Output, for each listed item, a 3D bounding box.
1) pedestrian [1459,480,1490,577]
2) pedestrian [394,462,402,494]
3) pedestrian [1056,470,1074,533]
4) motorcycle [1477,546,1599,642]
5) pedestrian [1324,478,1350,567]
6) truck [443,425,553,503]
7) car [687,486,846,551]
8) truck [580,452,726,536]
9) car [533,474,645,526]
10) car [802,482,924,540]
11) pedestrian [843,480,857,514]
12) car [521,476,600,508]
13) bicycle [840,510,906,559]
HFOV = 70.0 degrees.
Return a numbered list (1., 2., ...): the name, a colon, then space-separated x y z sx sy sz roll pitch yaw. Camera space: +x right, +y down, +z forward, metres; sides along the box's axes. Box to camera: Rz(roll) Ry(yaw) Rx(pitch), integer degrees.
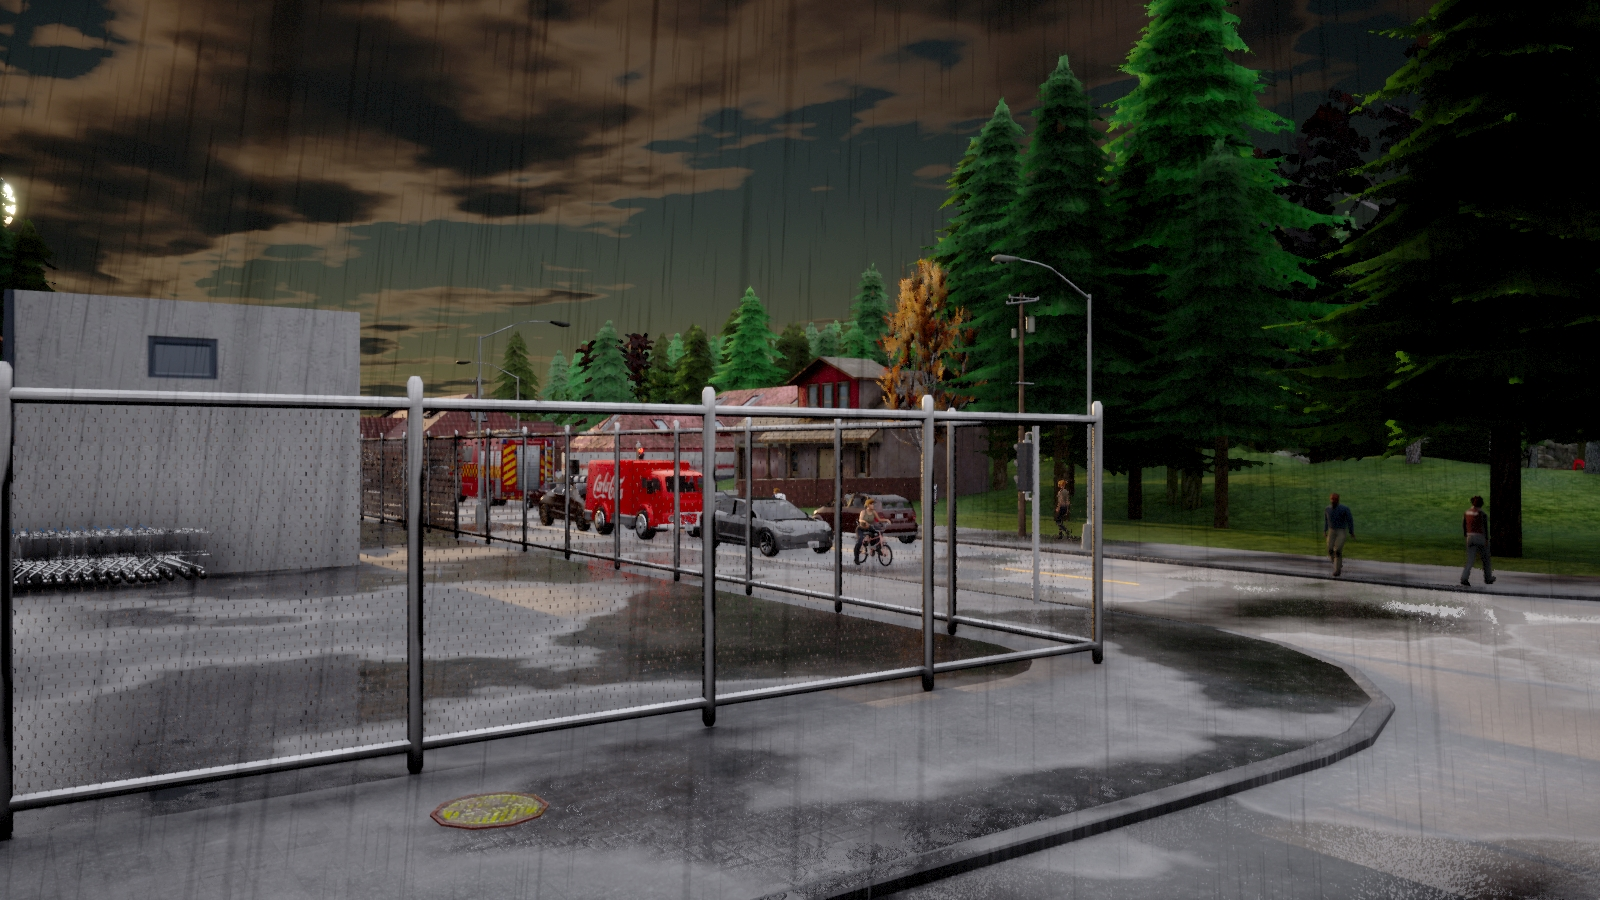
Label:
1. pedestrian: 13.207 1.521 22.372 0.375 1.860 0.375 0 0 -25
2. pedestrian: -23.462 1.625 66.624 0.375 1.860 0.375 0 0 -31
3. pedestrian: 7.866 1.522 33.932 0.375 1.860 0.375 0 0 -41
4. motorcycle: 10.608 1.990 15.842 2.033 1.145 0.803 0 0 37
5. pedestrian: 11.461 1.534 24.383 0.375 1.860 0.375 0 0 -36
6. truck: -16.070 0.667 60.303 2.891 3.827 8.468 0 0 -35
7. car: -1.029 1.840 31.812 2.163 1.488 4.792 0 0 -35
8. truck: -4.910 1.337 37.383 2.627 2.467 5.204 0 0 -35
9. car: -7.756 1.772 41.538 2.152 1.651 5.027 0 0 -34
10. car: 1.867 1.802 34.631 1.789 1.549 3.705 0 0 -35
11. pedestrian: 1.919 1.801 43.933 0.375 1.300 0.375 0 0 -34
12. car: -11.268 1.931 53.453 1.895 1.301 4.718 0 0 -35
13. bicycle: 1.773 2.033 27.810 0.859 1.080 1.487 0 0 -35
